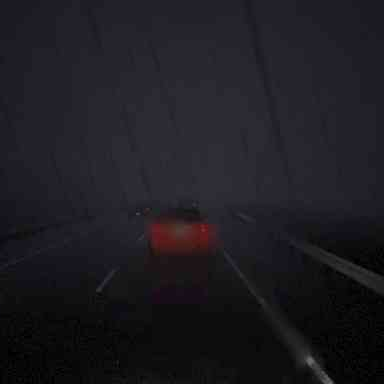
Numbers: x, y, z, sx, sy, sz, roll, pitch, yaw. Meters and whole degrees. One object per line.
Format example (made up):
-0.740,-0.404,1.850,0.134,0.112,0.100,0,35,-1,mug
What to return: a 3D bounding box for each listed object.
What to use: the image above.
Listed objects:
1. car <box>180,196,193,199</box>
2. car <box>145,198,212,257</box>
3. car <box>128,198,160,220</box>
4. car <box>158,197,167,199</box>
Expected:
-0.461,1.247,31.735,2.097,1.767,4.553,-1,0,1,car
-0.450,1.313,12.926,2.097,1.767,4.553,-1,0,-2,car
-4.076,1.486,27.817,1.812,1.442,4.674,-1,0,2,car
-3.803,1.415,41.455,1.837,1.490,4.892,-1,1,2,car
